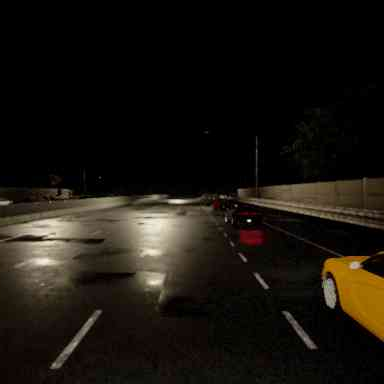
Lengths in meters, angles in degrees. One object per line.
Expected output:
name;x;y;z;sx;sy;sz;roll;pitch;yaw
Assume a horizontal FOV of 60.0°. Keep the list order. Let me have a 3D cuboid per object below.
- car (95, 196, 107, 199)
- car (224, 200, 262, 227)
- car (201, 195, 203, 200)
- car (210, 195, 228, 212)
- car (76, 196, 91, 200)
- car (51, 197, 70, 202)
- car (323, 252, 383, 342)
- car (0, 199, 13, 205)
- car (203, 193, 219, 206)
car;-17.478;1.530;64.421;1.837;1.490;4.892;0;0;0
car;3.495;1.506;22.744;1.837;1.490;4.892;0;0;0
car;3.597;1.677;83.348;1.895;1.301;4.718;0;0;0
car;3.491;1.486;39.214;1.882;1.535;5.008;0;0;0
car;-20.975;1.533;64.354;1.837;1.490;4.892;0;0;0
car;-24.481;1.626;61.910;1.895;1.301;4.718;0;0;0
car;3.498;1.479;4.584;1.882;1.535;5.008;0;0;0
car;-28.049;1.614;48.053;1.895;1.301;4.718;0;0;1
car;3.505;1.248;55.781;2.150;2.045;5.566;0;0;0
